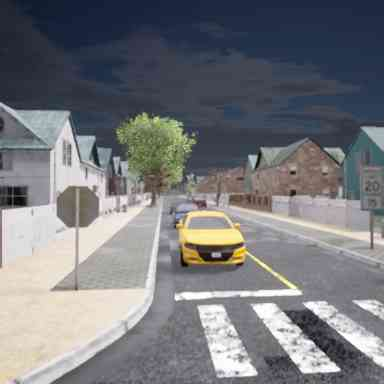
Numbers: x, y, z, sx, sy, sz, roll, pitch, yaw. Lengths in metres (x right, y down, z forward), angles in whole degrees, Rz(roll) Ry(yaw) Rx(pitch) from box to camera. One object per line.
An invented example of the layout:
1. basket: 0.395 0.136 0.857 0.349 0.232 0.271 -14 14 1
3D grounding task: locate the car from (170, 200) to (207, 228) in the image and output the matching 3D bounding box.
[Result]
1. car: -0.302 1.461 21.597 1.812 1.442 4.674 0 0 -5

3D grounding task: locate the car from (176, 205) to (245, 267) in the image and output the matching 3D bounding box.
1. car: 0.514 1.433 11.526 1.882 1.535 5.008 0 0 -3

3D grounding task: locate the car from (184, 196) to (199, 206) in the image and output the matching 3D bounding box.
1. car: -0.123 1.424 53.372 2.033 1.411 5.357 0 0 -5

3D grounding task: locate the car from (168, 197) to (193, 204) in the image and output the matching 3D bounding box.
1. car: -1.272 1.416 33.251 1.837 1.490 4.892 0 1 -5

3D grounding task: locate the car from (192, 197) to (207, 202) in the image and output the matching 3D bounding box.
1. car: 0.798 1.369 43.053 1.882 1.535 5.008 0 0 -4
